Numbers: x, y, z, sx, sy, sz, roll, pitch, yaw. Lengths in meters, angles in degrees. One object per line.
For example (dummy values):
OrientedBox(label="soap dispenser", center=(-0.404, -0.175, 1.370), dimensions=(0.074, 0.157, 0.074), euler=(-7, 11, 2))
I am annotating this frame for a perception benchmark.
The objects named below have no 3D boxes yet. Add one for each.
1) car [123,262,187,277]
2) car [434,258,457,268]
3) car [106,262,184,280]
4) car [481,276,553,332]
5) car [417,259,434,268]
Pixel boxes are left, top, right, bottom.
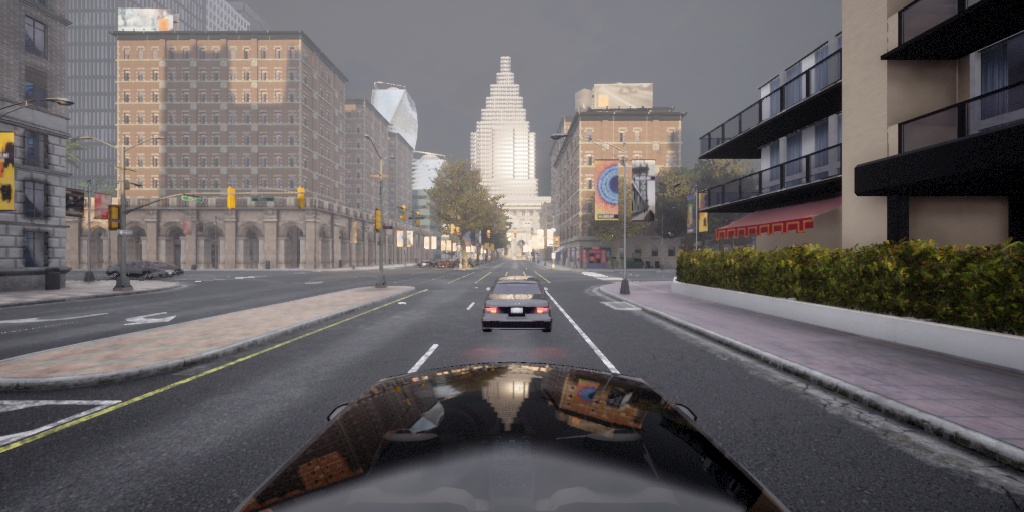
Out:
OrientedBox(label="car", center=(-34.367, 1.314, 34.605), dimensions=(4.181, 1.385, 1.994), euler=(0, 0, 0))
OrientedBox(label="car", center=(-11.037, 1.102, 59.708), dimensions=(2.097, 1.767, 4.553), euler=(0, 0, 1))
OrientedBox(label="car", center=(-32.086, 1.241, 31.093), dimensions=(4.902, 1.511, 2.128), euler=(0, 0, 0))
OrientedBox(label="car", center=(0.148, 1.297, 10.776), dimensions=(2.033, 1.411, 5.357), euler=(0, 0, 1))
OrientedBox(label="car", center=(-14.506, 1.241, 61.595), dimensions=(2.128, 1.511, 4.902), euler=(0, 0, 1))
